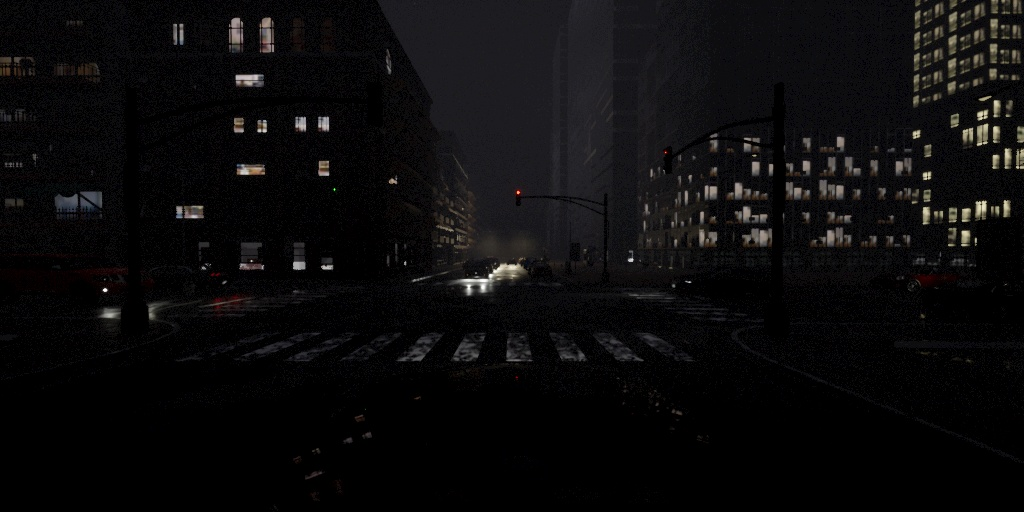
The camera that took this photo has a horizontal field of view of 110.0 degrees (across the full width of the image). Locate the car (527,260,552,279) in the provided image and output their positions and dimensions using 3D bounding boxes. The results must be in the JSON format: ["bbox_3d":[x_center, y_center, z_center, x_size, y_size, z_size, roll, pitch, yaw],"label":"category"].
[{"bbox_3d":[2.632,1.272,32.477,1.888,1.381,4.507,0,0,0],"label":"car"}]

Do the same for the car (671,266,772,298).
[{"bbox_3d":[10.679,1.266,18.166,4.902,1.511,2.128,0,1,1],"label":"car"}]

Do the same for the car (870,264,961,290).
[{"bbox_3d":[23.358,1.230,20.734,4.097,1.591,1.967,0,0,1],"label":"car"}]

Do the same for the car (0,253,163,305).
[{"bbox_3d":[-18.851,0.911,15.342,5.566,2.045,2.150,0,1,1],"label":"car"}]

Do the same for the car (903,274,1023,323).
[{"bbox_3d":[16.706,1.445,12.181,4.403,1.370,2.007,0,0,1],"label":"car"}]

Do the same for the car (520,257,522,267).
[{"bbox_3d":[2.614,1.240,55.061,1.888,1.381,4.507,0,0,0],"label":"car"}]

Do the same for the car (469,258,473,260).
[{"bbox_3d":[-5.729,1.270,49.375,1.948,1.339,4.313,0,0,0],"label":"car"}]

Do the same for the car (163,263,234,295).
[{"bbox_3d":[-17.253,1.138,18.529,4.902,1.511,2.128,0,1,1],"label":"car"}]

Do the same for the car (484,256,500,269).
[{"bbox_3d":[-3.124,1.054,50.791,2.097,1.767,4.553,0,0,0],"label":"car"}]

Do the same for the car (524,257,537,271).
[{"bbox_3d":[2.628,1.159,38.123,1.967,1.591,4.097,0,0,0],"label":"car"}]

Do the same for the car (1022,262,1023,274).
[{"bbox_3d":[27.456,1.073,17.944,5.566,2.045,2.150,0,1,1],"label":"car"}]

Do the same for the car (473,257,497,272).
[{"bbox_3d":[-3.129,1.220,41.554,1.837,1.490,4.892,0,0,0],"label":"car"}]

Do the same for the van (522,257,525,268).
[{"bbox_3d":[2.619,1.045,49.415,1.690,1.789,3.998,0,0,0],"label":"van"}]

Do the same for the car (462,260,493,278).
[{"bbox_3d":[-3.115,1.290,32.816,1.994,1.385,4.181,0,0,0],"label":"car"}]
